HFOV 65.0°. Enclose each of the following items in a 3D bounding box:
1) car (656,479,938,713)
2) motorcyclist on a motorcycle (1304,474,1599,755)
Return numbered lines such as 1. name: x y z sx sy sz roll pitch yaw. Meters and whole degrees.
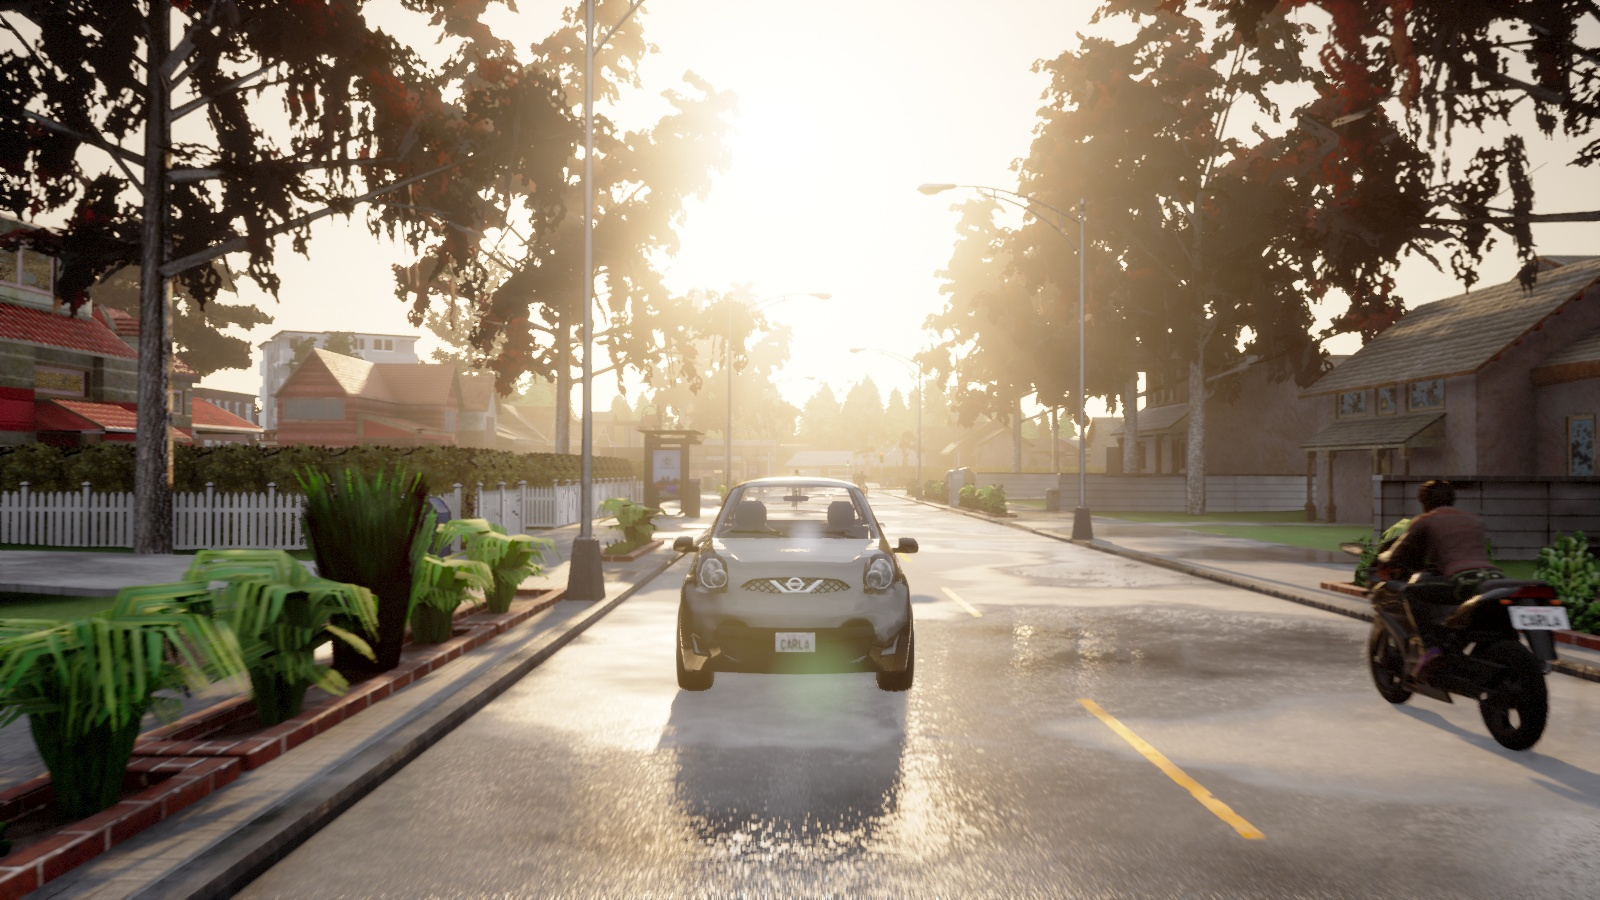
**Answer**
1. car: -0.025 0.997 10.052 1.845 1.501 3.633 0 -1 0
2. motorcyclist on a motorcycle: 3.981 0.913 7.872 0.797 1.523 2.044 0 -1 0
